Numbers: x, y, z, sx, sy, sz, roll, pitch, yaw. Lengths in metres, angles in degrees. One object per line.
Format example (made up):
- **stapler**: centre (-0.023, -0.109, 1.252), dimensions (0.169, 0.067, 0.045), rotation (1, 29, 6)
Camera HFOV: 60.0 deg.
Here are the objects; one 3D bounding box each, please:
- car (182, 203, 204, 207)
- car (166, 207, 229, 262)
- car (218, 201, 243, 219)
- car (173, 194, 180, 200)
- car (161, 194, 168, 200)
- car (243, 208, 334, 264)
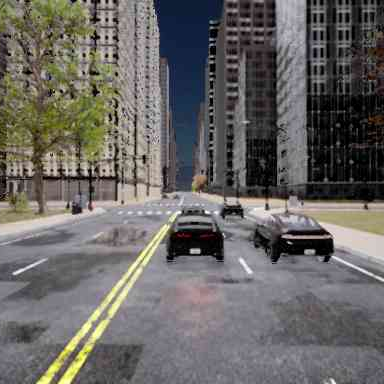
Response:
- **car**: centre (0.094, 1.590, 28.226), dimensions (1.895, 1.301, 4.718), rotation (0, 0, 0)
- **car**: centre (0.097, 1.501, 12.133), dimensions (1.837, 1.490, 4.892), rotation (0, 0, 0)
- **car**: centre (3.344, 1.479, 28.816), dimensions (2.128, 1.511, 4.902), rotation (0, 0, 0)
- **car**: centre (-4.279, 1.380, 91.822), dimensions (1.882, 1.535, 5.008), rotation (0, 0, -1)
- **car**: centre (-7.529, 1.401, 91.766), dimensions (1.837, 1.490, 4.892), rotation (0, 0, -1)
- **car**: centre (3.345, 1.491, 11.852), dimensions (2.128, 1.511, 4.902), rotation (0, 0, 0)
